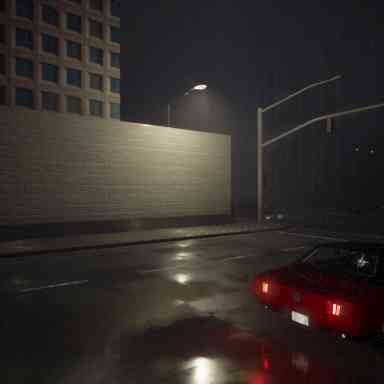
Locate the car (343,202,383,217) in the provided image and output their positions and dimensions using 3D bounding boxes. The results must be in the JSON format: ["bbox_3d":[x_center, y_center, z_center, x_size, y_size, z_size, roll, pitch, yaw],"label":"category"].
[{"bbox_3d":[17.151,1.618,32.652,1.994,1.385,4.181,0,0,-36],"label":"car"}]

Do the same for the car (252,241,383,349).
[{"bbox_3d":[3.440,1.601,6.238,4.718,1.301,1.895,0,0,-35],"label":"car"}]

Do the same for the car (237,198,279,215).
[{"bbox_3d":[6.848,1.407,34.698,2.097,1.767,4.553,0,0,-35],"label":"car"}]
